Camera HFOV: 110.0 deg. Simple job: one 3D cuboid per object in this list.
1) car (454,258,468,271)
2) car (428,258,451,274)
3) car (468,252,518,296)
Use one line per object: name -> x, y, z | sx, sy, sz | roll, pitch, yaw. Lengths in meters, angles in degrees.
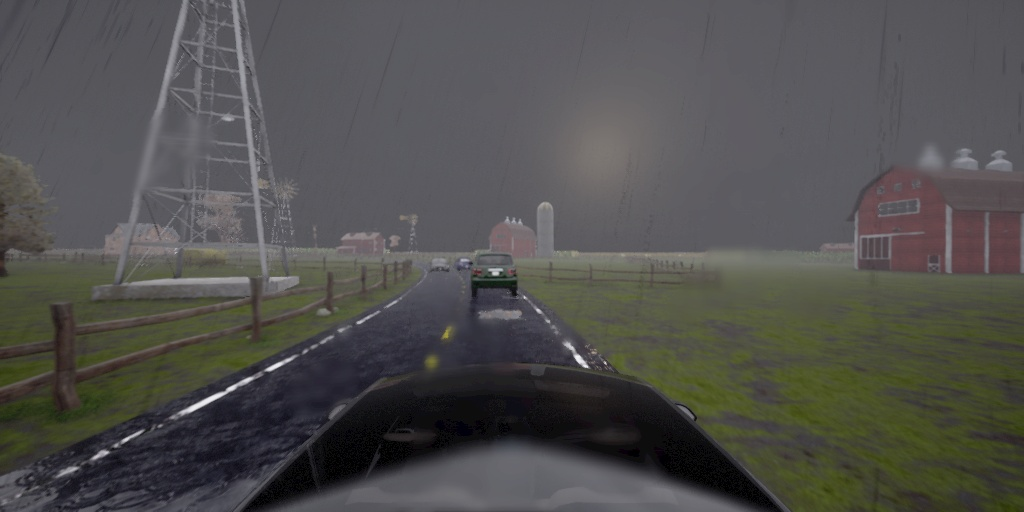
car -> -5.350, 0.893, 39.936 | 1.812, 1.442, 4.674 | 0, 1, -15
car -> -7.220, 0.924, 35.538 | 1.837, 1.490, 4.892 | 0, 1, -14
car -> -1.023, 0.828, 18.300 | 2.150, 2.045, 5.566 | 0, 1, -7
